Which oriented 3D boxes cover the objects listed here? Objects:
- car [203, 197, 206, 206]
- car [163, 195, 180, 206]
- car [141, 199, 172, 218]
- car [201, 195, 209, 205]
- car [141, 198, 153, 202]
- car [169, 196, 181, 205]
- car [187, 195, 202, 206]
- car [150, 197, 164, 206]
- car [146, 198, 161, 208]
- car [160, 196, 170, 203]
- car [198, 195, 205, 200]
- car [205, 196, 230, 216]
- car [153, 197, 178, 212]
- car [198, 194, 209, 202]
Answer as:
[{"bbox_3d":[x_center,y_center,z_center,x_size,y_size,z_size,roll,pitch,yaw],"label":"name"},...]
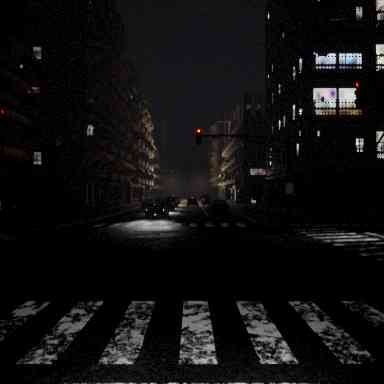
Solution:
[{"bbox_3d":[2.667,1.559,38.587,2.008,1.369,4.403,0,0,0],"label":"car"},{"bbox_3d":[-3.123,1.364,49.537,2.097,1.767,4.553,0,0,0],"label":"car"},{"bbox_3d":[-3.118,1.606,30.419,1.895,1.301,4.718,0,0,0],"label":"car"},{"bbox_3d":[2.657,1.596,55.190,1.802,1.307,4.206,0,0,0],"label":"car"},{"bbox_3d":[-5.717,1.561,44.116,2.008,1.369,4.403,0,0,0],"label":"car"},{"bbox_3d":[-3.087,1.522,59.806,1.837,1.490,4.892,0,0,1],"label":"car"},{"bbox_3d":[0.065,1.561,54.079,2.033,1.411,5.357,0,0,0],"label":"car"},{"bbox_3d":[-5.724,1.580,55.186,1.947,1.339,4.313,0,0,0],"label":"car"},{"bbox_3d":[-5.720,1.594,49.651,1.802,1.307,4.206,0,0,0],"label":"car"},{"bbox_3d":[-5.735,1.569,71.787,1.887,1.381,4.507,0,0,0],"label":"car"},{"bbox_3d":[2.631,1.586,93.929,1.887,1.381,4.507,0,0,0],"label":"car"},{"bbox_3d":[2.671,1.447,33.053,1.967,1.590,4.097,0,0,0],"label":"car"},{"bbox_3d":[-3.118,1.572,39.538,1.994,1.385,4.181,0,0,0],"label":"car"},{"bbox_3d":[2.643,1.344,77.327,2.192,1.841,5.009,0,0,0],"label":"car"}]
